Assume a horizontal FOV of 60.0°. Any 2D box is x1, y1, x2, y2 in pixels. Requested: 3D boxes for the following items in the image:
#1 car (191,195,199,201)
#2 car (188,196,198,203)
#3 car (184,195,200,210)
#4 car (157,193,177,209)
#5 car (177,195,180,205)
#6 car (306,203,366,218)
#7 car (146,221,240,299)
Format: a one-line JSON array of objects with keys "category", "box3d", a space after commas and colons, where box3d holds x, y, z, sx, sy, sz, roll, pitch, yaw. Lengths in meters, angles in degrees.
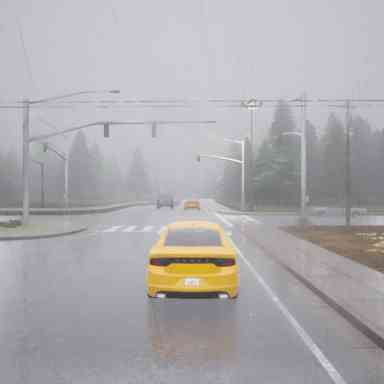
[{"category": "car", "box3d": [0.701, 1.442, 83.129, 1.837, 1.490, 4.892, 0, 0, 2]}, {"category": "car", "box3d": [0.302, 1.537, 72.736, 2.033, 1.411, 5.357, 0, 0, 2]}, {"category": "car", "box3d": [0.020, 1.478, 42.176, 1.882, 1.535, 5.008, 0, 0, 0]}, {"category": "car", "box3d": [-3.592, 1.221, 45.658, 2.150, 2.045, 5.566, 0, 0, -1]}, {"category": "car", "box3d": [-3.537, 1.352, 55.952, 2.097, 1.767, 4.553, 0, 0, 0]}, {"category": "car", "box3d": [12.678, 1.627, 29.530, 4.718, 1.301, 1.895, 0, 0, 1]}, {"category": "car", "box3d": [0.049, 1.474, 8.513, 1.882, 1.535, 5.008, 0, 0, 1]}]
